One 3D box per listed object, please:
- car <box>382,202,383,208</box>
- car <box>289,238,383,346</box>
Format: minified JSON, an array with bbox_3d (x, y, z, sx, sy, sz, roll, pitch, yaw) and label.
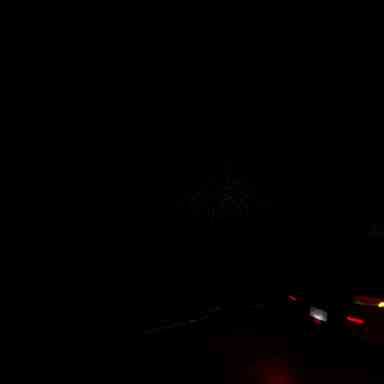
[{"bbox_3d":[15.356,1.333,24.193,5.566,2.045,2.150,0,0,-27],"label":"car"},{"bbox_3d":[3.746,1.552,5.858,4.674,1.442,1.812,0,0,-31],"label":"car"}]
